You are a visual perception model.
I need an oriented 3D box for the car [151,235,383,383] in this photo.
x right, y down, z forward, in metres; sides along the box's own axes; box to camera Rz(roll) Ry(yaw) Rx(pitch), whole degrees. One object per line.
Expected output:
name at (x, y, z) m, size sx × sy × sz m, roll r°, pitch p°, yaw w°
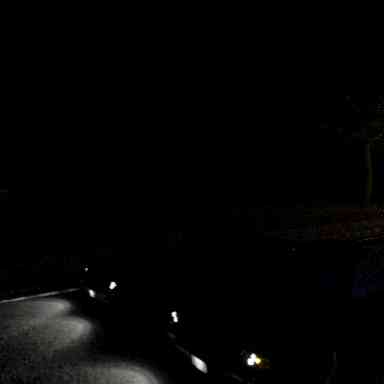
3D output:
car at (2.238, 1.525, 5.281) m, size 5.357 × 1.411 × 2.033 m, roll 0°, pitch 0°, yaw -36°

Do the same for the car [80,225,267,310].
car at (0.266, 1.525, 7.867) m, size 5.357 × 1.411 × 2.033 m, roll 0°, pitch 0°, yaw -36°
